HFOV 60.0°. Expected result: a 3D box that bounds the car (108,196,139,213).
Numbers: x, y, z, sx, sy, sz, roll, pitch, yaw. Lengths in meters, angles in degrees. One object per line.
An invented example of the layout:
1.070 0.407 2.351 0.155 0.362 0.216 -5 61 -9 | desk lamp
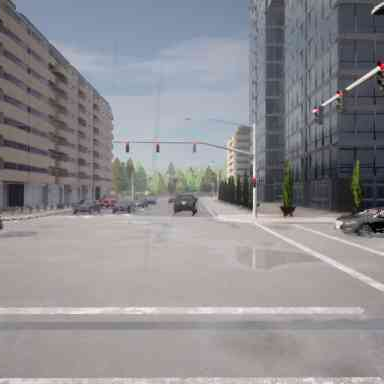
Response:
-7.402 1.505 36.424 1.837 1.490 4.892 0 0 0 | car

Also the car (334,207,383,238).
10.104 1.547 17.593 4.902 1.511 2.128 0 0 -3 | car

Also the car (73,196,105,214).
-10.900 1.505 34.803 1.837 1.490 4.892 0 0 0 | car

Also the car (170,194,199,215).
-0.565 1.222 34.548 2.150 2.045 5.566 0 0 4 | car

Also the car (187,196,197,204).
0.068 1.506 63.552 1.837 1.490 4.892 0 0 1 | car

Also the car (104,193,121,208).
-10.861 1.221 44.651 2.150 2.045 5.566 0 0 0 | car

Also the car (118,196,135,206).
-10.723 1.477 54.774 1.882 1.535 5.008 0 0 1 | car

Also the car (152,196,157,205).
-7.184 1.477 57.211 1.882 1.535 5.008 0 0 1 | car

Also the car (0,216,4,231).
-12.456 1.593 17.807 4.181 1.385 1.994 0 0 0 | car

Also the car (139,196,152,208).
-7.323 1.491 46.788 2.128 1.511 4.902 0 0 1 | car

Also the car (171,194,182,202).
-3.396 1.355 74.380 2.097 1.767 4.553 0 0 1 | car
